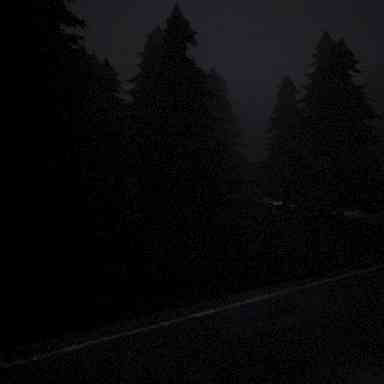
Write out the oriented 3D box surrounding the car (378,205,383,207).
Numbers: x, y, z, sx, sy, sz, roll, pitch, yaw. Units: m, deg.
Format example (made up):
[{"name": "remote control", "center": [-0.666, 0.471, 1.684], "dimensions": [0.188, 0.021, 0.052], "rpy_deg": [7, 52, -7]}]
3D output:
[{"name": "car", "center": [17.406, 1.380, 31.216], "dimensions": [1.882, 1.535, 5.008], "rpy_deg": [0, 5, -26]}]
